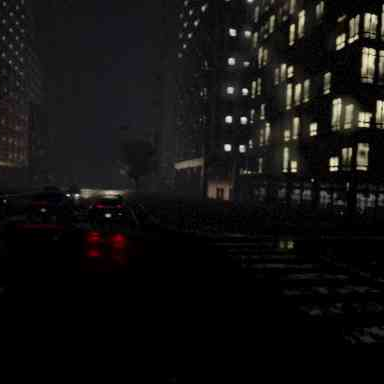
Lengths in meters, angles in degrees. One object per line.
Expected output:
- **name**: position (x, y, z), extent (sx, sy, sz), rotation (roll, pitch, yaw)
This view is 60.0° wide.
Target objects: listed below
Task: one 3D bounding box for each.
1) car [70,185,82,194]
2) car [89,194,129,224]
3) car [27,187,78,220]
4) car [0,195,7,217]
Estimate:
- **car**: position (-19.413, -0.380, 55.056), extent (1.837, 1.490, 4.892), rotation (2, 1, -12)
- **car**: position (-4.607, 0.864, 18.573), extent (2.128, 1.511, 4.902), rotation (2, 1, -13)
- **car**: position (-8.122, 0.705, 19.413), extent (1.882, 1.535, 5.008), rotation (2, 1, -12)
- **car**: position (-11.161, 0.669, 17.187), extent (1.837, 1.490, 4.892), rotation (2, 1, -12)
